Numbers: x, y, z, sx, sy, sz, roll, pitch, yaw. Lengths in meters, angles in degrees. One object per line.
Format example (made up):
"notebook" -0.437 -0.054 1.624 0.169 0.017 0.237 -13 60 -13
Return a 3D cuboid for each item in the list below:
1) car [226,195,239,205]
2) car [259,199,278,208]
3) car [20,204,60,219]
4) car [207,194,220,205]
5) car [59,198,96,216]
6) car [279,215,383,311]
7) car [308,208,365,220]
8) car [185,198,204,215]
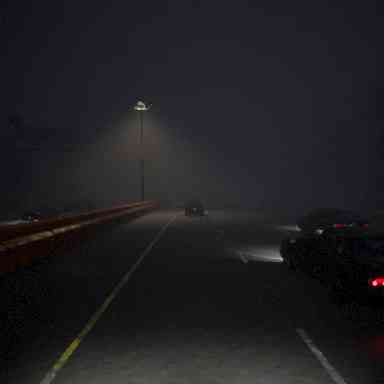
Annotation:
"car" 7.595 1.437 62.348 2.097 1.767 4.553 0 0 1
"car" 10.814 1.624 47.295 1.895 1.301 4.718 0 0 1
"car" -13.877 1.793 31.195 2.033 1.411 5.357 0 0 1
"car" 4.109 1.341 63.499 2.150 2.045 5.566 0 0 1
"car" -10.382 1.300 31.154 1.812 1.442 4.674 0 0 1
"car" 3.692 1.536 7.994 2.033 1.411 5.357 0 0 -2
"car" 7.009 1.530 16.897 2.033 1.411 5.357 -1 0 0
"car" 0.264 1.645 34.630 1.994 1.385 4.181 0 0 1
